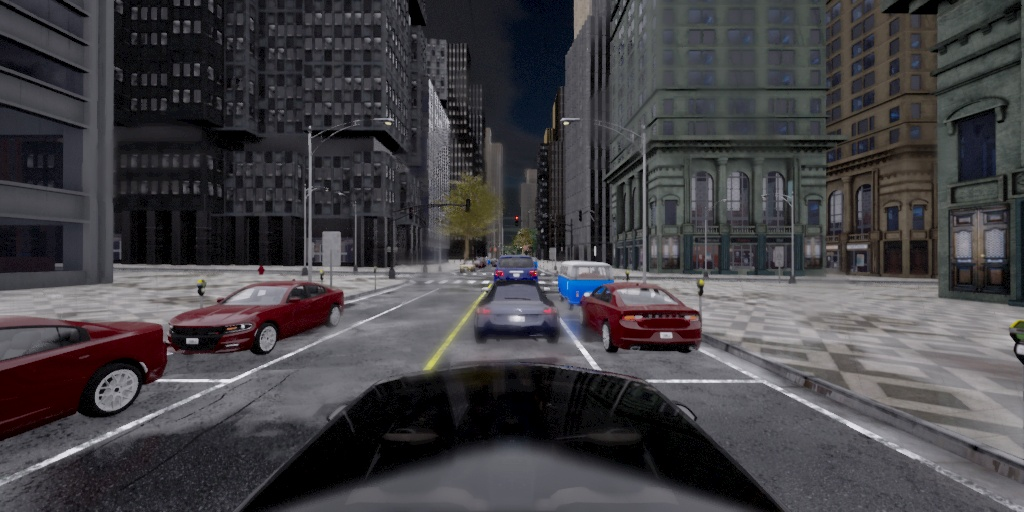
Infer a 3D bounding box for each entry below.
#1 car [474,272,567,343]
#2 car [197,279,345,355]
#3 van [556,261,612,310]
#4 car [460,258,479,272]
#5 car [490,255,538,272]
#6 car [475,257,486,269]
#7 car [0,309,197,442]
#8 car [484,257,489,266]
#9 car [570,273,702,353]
[{"bbox_3d":[0.110,1.315,9.653,1.994,1.385,4.181,0,0,0],"label":"car"},{"bbox_3d":[-5.772,1.296,8.721,1.888,1.381,4.507,0,0,0],"label":"car"},{"bbox_3d":[2.790,1.092,14.219,1.690,1.789,3.998,0,0,0],"label":"van"},{"bbox_3d":[-5.720,1.295,46.644,1.751,1.417,4.829,0,0,0],"label":"car"},{"bbox_3d":[0.139,0.975,19.066,2.150,2.045,5.566,0,0,-1],"label":"car"},{"bbox_3d":[-5.702,1.324,57.394,1.888,1.381,4.507,0,0,0],"label":"car"},{"bbox_3d":[-5.776,1.295,3.196,1.888,1.381,4.507,0,0,0],"label":"car"},{"bbox_3d":[-5.697,1.099,62.683,2.192,1.841,5.009,0,0,0],"label":"car"},{"bbox_3d":[2.784,1.296,8.694,1.888,1.381,4.507,0,0,0],"label":"car"}]
